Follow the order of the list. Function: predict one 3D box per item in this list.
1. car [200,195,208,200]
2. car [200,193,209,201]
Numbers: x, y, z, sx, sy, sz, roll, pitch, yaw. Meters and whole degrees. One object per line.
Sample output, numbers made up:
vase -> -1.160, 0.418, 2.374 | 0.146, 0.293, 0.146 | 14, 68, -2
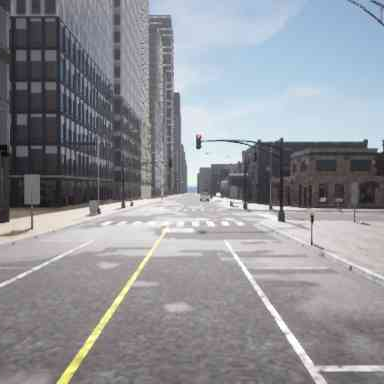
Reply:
car -> 3.146, 1.465, 89.112 | 1.837, 1.490, 4.892 | 0, 0, 0
car -> 3.106, 1.195, 82.141 | 2.150, 2.045, 5.566 | 0, 0, 0
